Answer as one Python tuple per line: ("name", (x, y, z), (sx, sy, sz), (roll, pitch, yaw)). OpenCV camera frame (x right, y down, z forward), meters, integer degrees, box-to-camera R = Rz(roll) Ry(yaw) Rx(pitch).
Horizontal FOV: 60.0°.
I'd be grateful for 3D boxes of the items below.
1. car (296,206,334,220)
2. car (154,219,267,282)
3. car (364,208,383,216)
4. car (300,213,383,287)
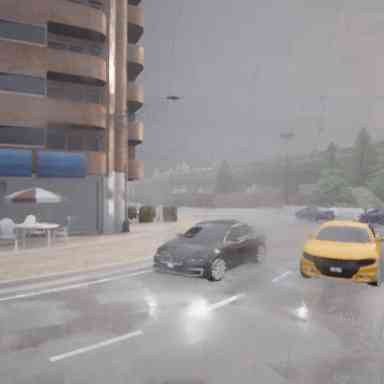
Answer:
("car", (11.691, 2.066, 31.601), (1.812, 1.442, 4.674), (1, -1, -11))
("car", (0.817, 1.679, 10.571), (1.837, 1.490, 4.892), (1, 0, 34))
("car", (15.757, 2.009, 27.317), (1.812, 1.442, 4.674), (0, -1, -3))
("car", (4.753, 1.658, 10.279), (1.882, 1.535, 5.008), (0, -1, 30))
